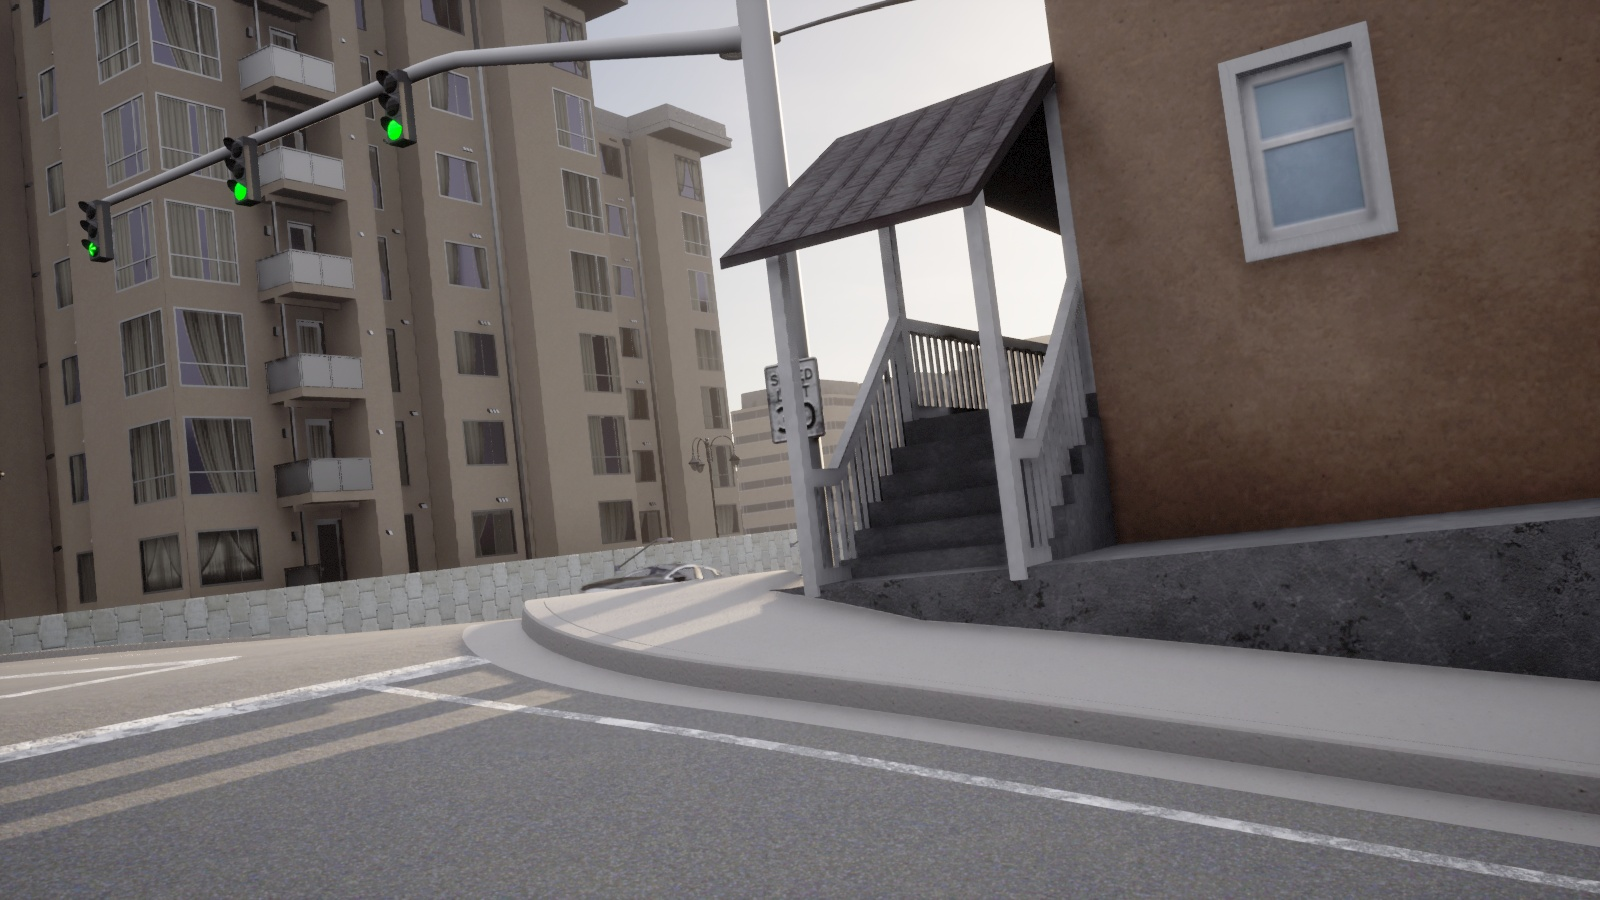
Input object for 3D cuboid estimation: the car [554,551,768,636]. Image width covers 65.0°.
[{"bbox_3d":[-3.056,3.346,28.546,2.128,1.511,4.902,-10,-14,33],"label":"car"}]
